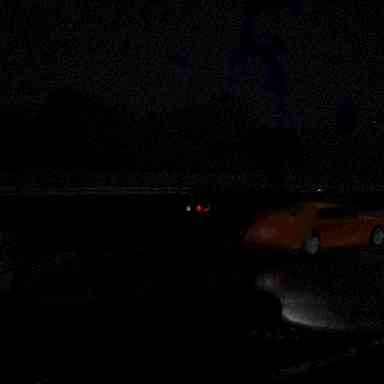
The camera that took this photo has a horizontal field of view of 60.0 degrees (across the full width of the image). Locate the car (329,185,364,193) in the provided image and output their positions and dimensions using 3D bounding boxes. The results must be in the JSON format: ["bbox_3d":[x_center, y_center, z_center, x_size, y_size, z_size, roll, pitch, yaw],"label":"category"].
[{"bbox_3d":[20.143,0.144,42.442,4.181,1.385,1.994,-1,2,-26],"label":"car"}]

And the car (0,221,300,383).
[{"bbox_3d":[-0.765,1.378,4.884,4.181,1.385,1.994,-1,2,-26],"label":"car"}]

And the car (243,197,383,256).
[{"bbox_3d":[4.439,1.092,11.323,5.008,1.535,1.882,-1,2,-26],"label":"car"}]

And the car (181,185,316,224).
[{"bbox_3d":[2.256,0.715,14.138,5.566,2.045,2.150,-1,2,-26],"label":"car"}]

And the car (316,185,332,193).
[{"bbox_3d":[18.200,-0.193,45.373,4.553,1.767,2.097,-1,2,-26],"label":"car"}]
